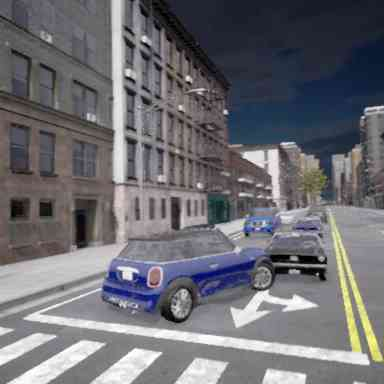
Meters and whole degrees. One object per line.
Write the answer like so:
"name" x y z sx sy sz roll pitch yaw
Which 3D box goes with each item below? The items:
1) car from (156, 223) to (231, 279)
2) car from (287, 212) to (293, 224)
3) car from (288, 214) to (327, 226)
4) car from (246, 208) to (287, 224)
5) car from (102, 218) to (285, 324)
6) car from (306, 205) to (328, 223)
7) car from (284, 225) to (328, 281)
"car" 0.298 2.101 13.011 1.837 1.490 4.892 -2 -3 14
"car" 10.417 2.953 37.132 1.812 1.442 4.674 -3 -3 23
"car" 7.969 2.419 22.672 1.895 1.301 4.718 -3 -3 22
"car" 5.497 2.237 25.248 2.150 2.045 5.566 -3 -3 22
"car" 0.149 1.731 8.304 2.097 1.767 4.553 -5 -4 43
"car" 14.881 2.617 39.416 2.150 2.045 5.566 -3 -3 23
"car" 3.549 2.018 11.376 1.895 1.301 4.718 -1 -3 18
